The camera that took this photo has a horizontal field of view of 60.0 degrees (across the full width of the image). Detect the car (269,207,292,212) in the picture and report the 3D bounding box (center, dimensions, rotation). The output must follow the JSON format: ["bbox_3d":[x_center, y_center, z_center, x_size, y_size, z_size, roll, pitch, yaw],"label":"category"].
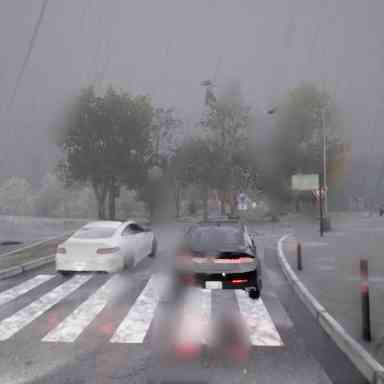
[{"bbox_3d":[19.130,3.990,72.498,4.718,1.301,1.895,-3,-5,37],"label":"car"}]

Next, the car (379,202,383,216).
[{"bbox_3d":[22.970,1.941,38.942,2.128,1.511,4.902,-2,-2,29],"label":"car"}]

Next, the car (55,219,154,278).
[{"bbox_3d":[-2.374,1.553,10.131,1.812,1.442,4.674,-1,0,7],"label":"car"}]

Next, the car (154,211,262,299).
[{"bbox_3d":[0.675,1.484,8.497,2.128,1.511,4.902,-1,0,7],"label":"car"}]
